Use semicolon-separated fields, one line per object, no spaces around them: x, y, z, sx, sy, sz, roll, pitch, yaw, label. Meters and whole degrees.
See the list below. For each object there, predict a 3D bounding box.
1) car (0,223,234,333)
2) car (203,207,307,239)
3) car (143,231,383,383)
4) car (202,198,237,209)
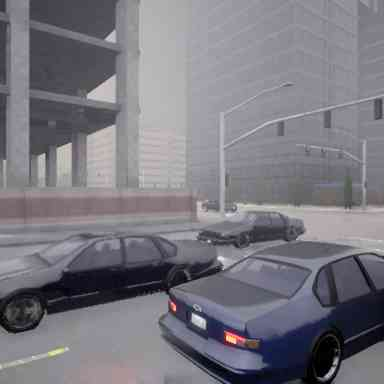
-1.854;1.547;6.972;5.357;1.411;2.033;0;0;-35;car
2.801;1.547;14.623;5.357;1.411;2.033;0;0;-36;car
2.130;1.547;5.310;5.357;1.411;2.033;0;0;-35;car
3.053;1.505;37.394;1.837;1.490;4.892;0;0;-36;car
